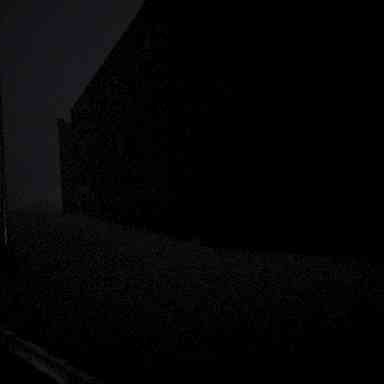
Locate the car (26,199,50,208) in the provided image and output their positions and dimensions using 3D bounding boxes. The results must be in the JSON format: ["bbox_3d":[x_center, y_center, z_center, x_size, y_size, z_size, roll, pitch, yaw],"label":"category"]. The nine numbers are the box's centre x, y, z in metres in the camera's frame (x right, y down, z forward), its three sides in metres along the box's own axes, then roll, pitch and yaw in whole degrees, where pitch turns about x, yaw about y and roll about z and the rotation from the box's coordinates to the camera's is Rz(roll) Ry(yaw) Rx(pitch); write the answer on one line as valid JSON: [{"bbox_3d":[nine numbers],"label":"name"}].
[{"bbox_3d":[-27.846,2.060,60.207,1.837,1.490,4.892,-5,0,11],"label":"car"}]

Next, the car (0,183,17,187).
[{"bbox_3d":[-46.106,-1.392,81.097,2.002,1.452,4.674,-6,-3,30],"label":"car"}]

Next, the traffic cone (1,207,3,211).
[{"bbox_3d":[-26.701,2.384,46.623,0.340,0.580,0.340,-4,0,-9],"label":"traffic cone"}]
